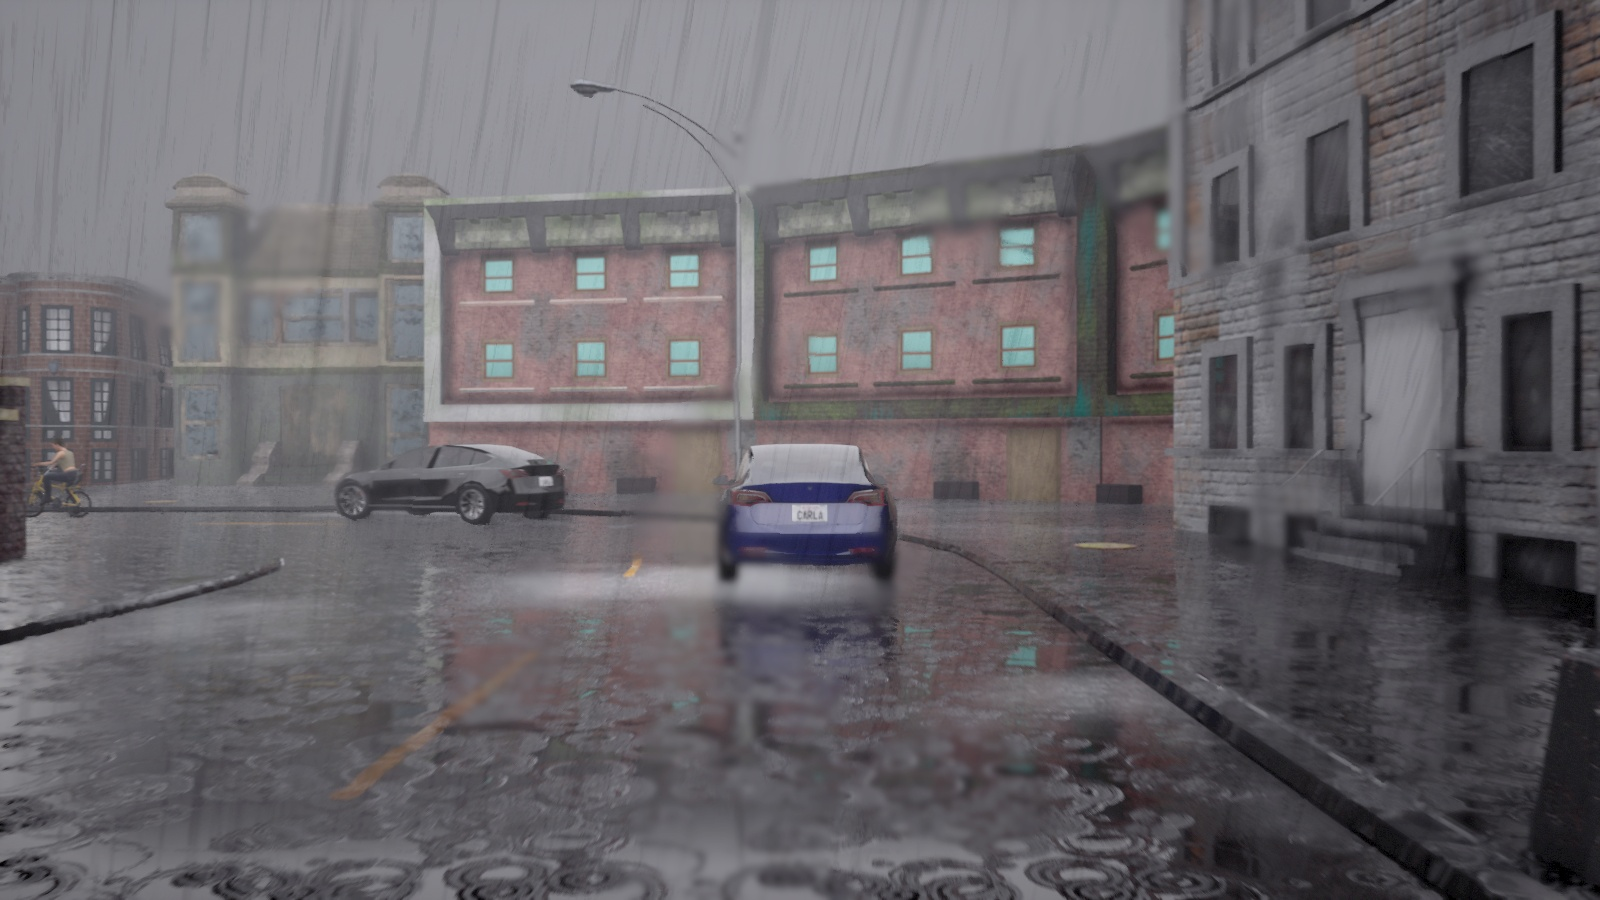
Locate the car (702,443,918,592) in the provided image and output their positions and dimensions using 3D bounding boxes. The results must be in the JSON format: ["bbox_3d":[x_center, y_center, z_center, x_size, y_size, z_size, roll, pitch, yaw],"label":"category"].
[{"bbox_3d":[0.014,0.663,14.973,2.163,1.488,4.792,0,0,-2],"label":"car"}]

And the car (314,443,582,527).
[{"bbox_3d":[-6.822,0.605,24.277,4.792,1.488,2.163,0,0,27],"label":"car"}]

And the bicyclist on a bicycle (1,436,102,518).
[{"bbox_3d":[-14.967,0.529,25.135,1.509,1.612,0.866,0,0,1],"label":"bicyclist on a bicycle"}]
